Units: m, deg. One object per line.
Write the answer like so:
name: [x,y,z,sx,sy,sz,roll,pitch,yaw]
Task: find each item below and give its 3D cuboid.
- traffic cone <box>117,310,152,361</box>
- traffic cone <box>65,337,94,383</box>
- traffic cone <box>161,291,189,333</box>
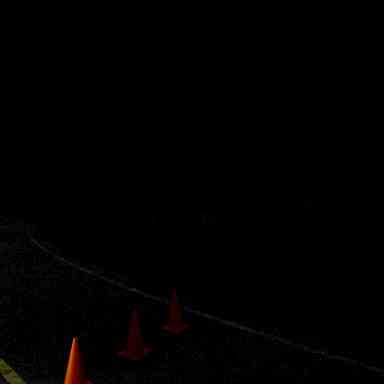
traffic cone: [-0.795,1.938,4.610,0.340,0.580,0.340,1,1,31]
traffic cone: [-1.313,1.945,3.759,0.340,0.580,0.340,1,1,31]
traffic cone: [-0.277,1.931,5.460,0.340,0.580,0.340,1,1,31]
